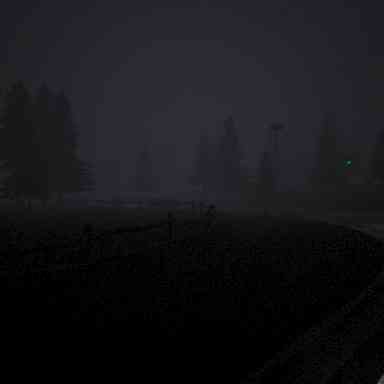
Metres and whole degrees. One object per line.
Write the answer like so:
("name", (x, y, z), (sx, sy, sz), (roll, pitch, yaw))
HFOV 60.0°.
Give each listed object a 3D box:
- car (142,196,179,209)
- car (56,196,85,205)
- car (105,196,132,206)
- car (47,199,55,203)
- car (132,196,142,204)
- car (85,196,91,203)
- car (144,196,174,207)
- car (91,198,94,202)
("car", (-3.891, 1.519, 43.854), (4.902, 1.511, 2.128), (0, 0, 41))
("car", (-21.810, 1.379, 59.407), (4.553, 1.767, 2.097), (0, 0, 41))
("car", (-12.791, 1.536, 56.212), (4.892, 1.490, 1.837), (0, 0, 41))
("car", (-28.803, 1.386, 69.988), (4.553, 1.767, 2.097), (0, 0, 41))
("car", (-9.985, 1.515, 63.046), (5.008, 1.535, 1.882), (0, 0, 41))
("car", (-23.991, 1.588, 70.447), (4.181, 1.385, 1.994), (0, 0, 41))
("car", (-5.406, 1.512, 54.438), (5.008, 1.535, 1.882), (0, 0, 41))
("car", (-24.033, 1.590, 75.108), (4.181, 1.385, 1.994), (0, 0, 41))
